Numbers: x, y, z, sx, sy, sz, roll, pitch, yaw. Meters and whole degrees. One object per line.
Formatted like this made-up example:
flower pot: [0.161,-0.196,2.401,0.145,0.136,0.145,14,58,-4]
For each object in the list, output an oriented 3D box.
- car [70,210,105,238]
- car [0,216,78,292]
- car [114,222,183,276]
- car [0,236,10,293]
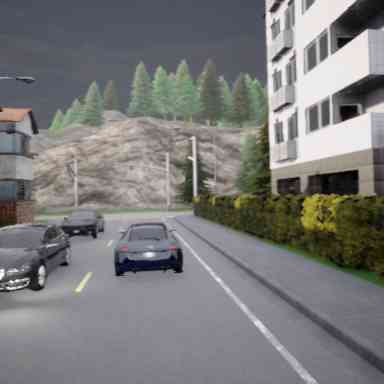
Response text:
car: [-6.357,1.813,19.743,1.882,1.535,5.008,-1,0,-8]
car: [-4.795,1.711,9.518,1.837,1.490,4.892,-2,0,-8]
car: [-1.448,1.693,10.994,1.994,1.385,4.181,-1,0,-8]
car: [-5.381,1.711,4.984,1.812,1.442,4.674,-2,-1,15]
